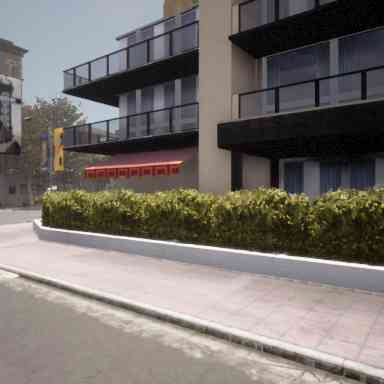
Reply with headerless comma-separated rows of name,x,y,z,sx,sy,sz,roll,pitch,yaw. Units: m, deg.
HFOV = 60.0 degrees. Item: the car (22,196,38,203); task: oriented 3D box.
car,-34.570,1.481,68.227,4.892,1.521,2.231,0,0,37
